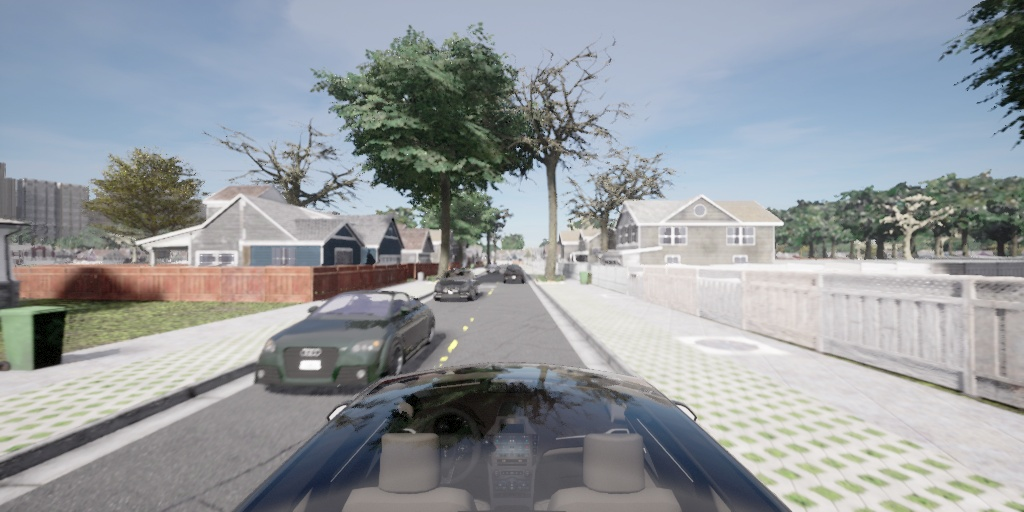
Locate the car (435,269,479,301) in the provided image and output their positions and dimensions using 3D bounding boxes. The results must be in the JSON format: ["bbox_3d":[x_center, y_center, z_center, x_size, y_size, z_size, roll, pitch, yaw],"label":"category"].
[{"bbox_3d":[-2.802,1.472,18.837,1.837,1.490,4.892,0,-1,0],"label":"car"}]

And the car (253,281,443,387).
[{"bbox_3d":[-2.837,1.381,7.063,1.994,1.385,4.181,0,-1,0],"label":"car"}]

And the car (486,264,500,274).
[{"bbox_3d":[-2.730,1.871,52.165,2.128,1.511,4.902,0,-1,0],"label":"car"}]

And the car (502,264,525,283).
[{"bbox_3d":[0.150,1.641,32.735,1.837,1.490,4.892,0,-2,0],"label":"car"}]
